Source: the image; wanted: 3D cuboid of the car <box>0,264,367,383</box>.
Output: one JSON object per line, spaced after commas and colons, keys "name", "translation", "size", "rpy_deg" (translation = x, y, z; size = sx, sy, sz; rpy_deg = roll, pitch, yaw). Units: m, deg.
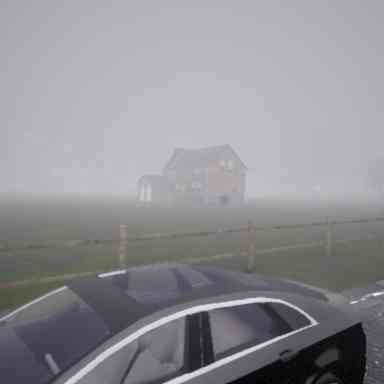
{"name": "car", "translation": [-0.540, 1.469, 2.670], "size": [4.902, 1.511, 2.128], "rpy_deg": [0, 0, -35]}
